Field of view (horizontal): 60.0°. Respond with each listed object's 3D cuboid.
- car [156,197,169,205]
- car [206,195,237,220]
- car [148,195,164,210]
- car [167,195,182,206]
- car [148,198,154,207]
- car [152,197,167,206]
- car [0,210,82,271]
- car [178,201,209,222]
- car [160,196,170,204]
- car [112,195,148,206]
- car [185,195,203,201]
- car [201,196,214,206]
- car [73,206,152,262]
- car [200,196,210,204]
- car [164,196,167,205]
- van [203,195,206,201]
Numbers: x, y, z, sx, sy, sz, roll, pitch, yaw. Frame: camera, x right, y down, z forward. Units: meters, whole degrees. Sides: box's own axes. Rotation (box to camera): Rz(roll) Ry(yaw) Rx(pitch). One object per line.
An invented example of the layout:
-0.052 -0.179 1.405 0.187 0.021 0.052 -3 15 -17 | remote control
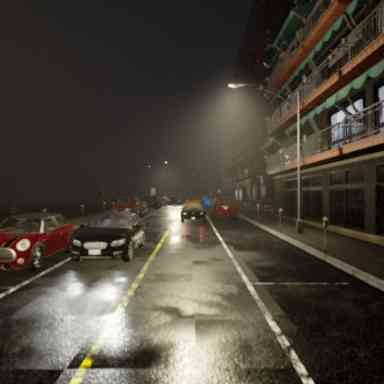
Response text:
-5.317 1.565 60.556 1.887 1.381 4.507 1 0 0 | car
2.572 1.324 27.706 2.192 1.841 5.009 1 0 0 | car
-5.311 1.329 43.947 2.192 1.841 5.009 1 0 0 | car
-2.817 1.370 55.101 2.097 1.767 4.553 0 0 0 | car
-5.312 1.561 32.874 2.008 1.369 4.403 1 0 0 | car
-5.316 1.569 55.019 2.008 1.369 4.403 1 0 0 | car
-5.307 1.444 10.729 1.967 1.590 4.097 1 0 0 | car
0.096 1.609 26.363 1.895 1.301 4.718 0 0 0 | car
-5.318 1.547 65.922 1.752 1.417 4.829 1 0 0 | car
-5.308 1.324 27.338 2.192 1.841 5.009 1 0 0 | car
0.092 1.491 42.920 1.882 1.535 5.008 0 0 0 | car
2.565 1.458 55.431 1.967 1.590 4.097 1 0 0 | car
-2.852 1.495 12.196 2.128 1.511 4.902 0 0 0 | car
2.562 1.547 66.690 1.752 1.417 4.829 1 0 0 | car
-5.314 1.456 49.483 1.967 1.590 4.097 1 0 0 | car
2.568 1.357 49.885 1.690 1.788 3.998 1 0 0 | van
